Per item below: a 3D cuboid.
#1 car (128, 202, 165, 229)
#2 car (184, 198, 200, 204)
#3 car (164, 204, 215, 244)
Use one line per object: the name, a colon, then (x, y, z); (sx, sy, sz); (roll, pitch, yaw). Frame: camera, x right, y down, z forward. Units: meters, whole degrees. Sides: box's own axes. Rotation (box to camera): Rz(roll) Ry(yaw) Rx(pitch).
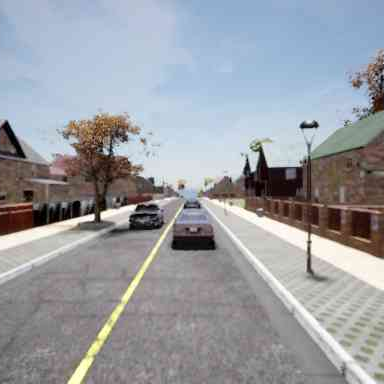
car: (-2.794, 1.432, 21.127); (1.837, 1.490, 4.892); (0, 0, 0)
car: (0.014, 1.434, 38.869); (1.994, 1.385, 4.181); (0, 0, 0)
car: (0.055, 1.492, 15.410); (2.033, 1.411, 5.357); (0, 0, 0)
